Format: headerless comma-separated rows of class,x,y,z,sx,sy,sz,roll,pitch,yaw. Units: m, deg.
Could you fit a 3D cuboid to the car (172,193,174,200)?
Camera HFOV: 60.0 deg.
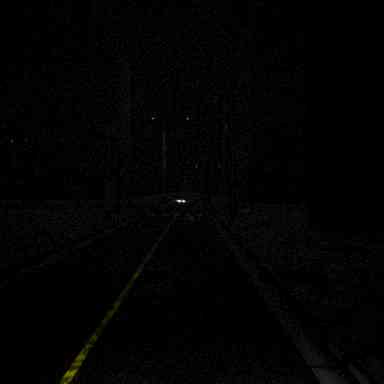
car,-5.608,1.410,73.705,1.802,1.307,4.206,0,0,0

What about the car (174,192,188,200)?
car,-2.682,1.312,84.804,2.128,1.511,4.902,0,0,0

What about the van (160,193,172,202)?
van,-5.643,1.189,68.055,1.690,1.788,3.998,0,0,0

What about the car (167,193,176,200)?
car,-5.496,1.077,90.650,2.192,1.841,5.009,0,0,0

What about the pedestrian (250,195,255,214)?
pedestrian,5.630,1.135,31.118,0.375,1.860,0.375,0,0,0

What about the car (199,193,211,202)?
car,2.881,1.414,68.002,1.947,1.339,4.313,0,0,0

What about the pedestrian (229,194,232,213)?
pedestrian,3.630,1.092,31.718,0.375,1.860,0.375,0,0,0

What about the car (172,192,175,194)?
car,-5.533,1.226,85.002,1.967,1.590,4.097,0,0,0

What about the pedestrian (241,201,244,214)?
pedestrian,4.630,1.389,30.517,0.375,1.300,0.375,0,0,0
